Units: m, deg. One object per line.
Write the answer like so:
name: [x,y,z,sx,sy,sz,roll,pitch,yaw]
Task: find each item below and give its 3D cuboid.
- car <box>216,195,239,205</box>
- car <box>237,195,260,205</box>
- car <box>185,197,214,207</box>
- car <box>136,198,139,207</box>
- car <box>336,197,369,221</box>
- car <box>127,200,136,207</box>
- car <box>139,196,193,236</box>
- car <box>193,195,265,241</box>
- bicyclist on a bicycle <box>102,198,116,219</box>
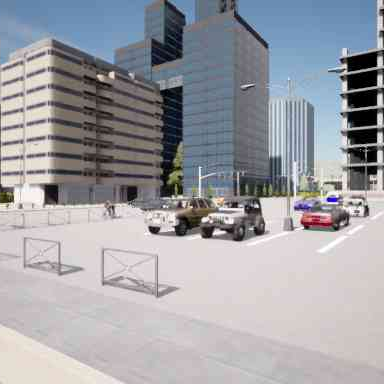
car: [6.281,1.352,58.820,2.097,1.767,4.553,0,0,34]
car: [9.844,1.352,57.688,2.097,1.767,4.553,0,0,34]
car: [1.247,1.491,51.185,2.128,1.511,4.902,0,0,34]
car: [-3.508,1.547,37.682,2.033,1.411,5.357,0,0,34]
car: [14.033,1.395,28.634,1.970,1.475,3.806,0,0,34]
car: [-7.497,1.547,50.928,2.033,1.411,5.357,0,0,34]
car: [-0.334,1.153,17.314,1.932,1.855,4.605,0,0,34]
car: [2.037,1.156,15.653,1.905,1.878,3.866,0,0,34]
bicyclist on a bicycle: [-6.582,1.302,26.262,1.656,1.620,0.582,0,0,34]
